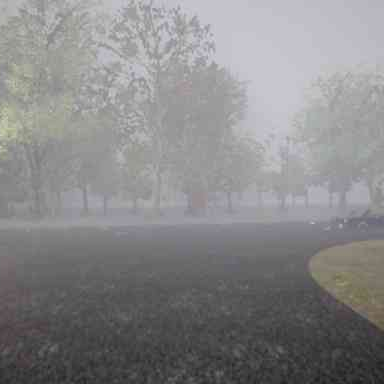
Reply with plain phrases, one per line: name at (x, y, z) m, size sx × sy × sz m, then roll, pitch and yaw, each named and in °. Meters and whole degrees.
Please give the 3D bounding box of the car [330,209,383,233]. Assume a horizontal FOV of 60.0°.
car at (11.206, 1.727, 20.498) m, size 4.718 × 1.301 × 1.895 m, roll -1°, pitch 0°, yaw -8°
